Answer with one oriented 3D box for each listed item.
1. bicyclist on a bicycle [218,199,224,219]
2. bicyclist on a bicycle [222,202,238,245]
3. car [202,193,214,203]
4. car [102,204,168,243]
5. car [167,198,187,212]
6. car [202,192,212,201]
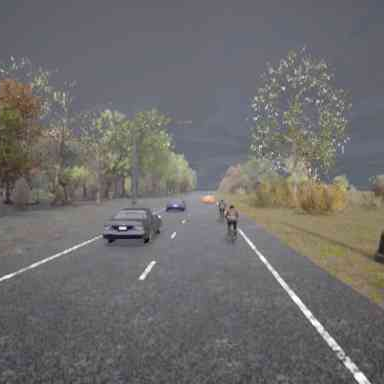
[{"bbox_3d":[2.080,1.339,22.930,0.582,1.620,1.656,0,0,3],"label":"bicyclist on a bicycle"},{"bbox_3d":[1.679,1.383,13.938,0.582,1.620,1.656,0,0,3],"label":"bicyclist on a bicycle"},{"bbox_3d":[2.877,1.058,59.629,2.097,1.767,4.553,0,0,1],"label":"car"},{"bbox_3d":[-2.617,1.467,15.632,2.033,1.411,5.357,0,0,3],"label":"car"},{"bbox_3d":[-1.674,1.380,36.780,1.994,1.385,4.181,0,0,3],"label":"car"},{"bbox_3d":[3.398,0.992,74.122,2.097,1.767,4.553,0,0,3],"label":"car"}]
